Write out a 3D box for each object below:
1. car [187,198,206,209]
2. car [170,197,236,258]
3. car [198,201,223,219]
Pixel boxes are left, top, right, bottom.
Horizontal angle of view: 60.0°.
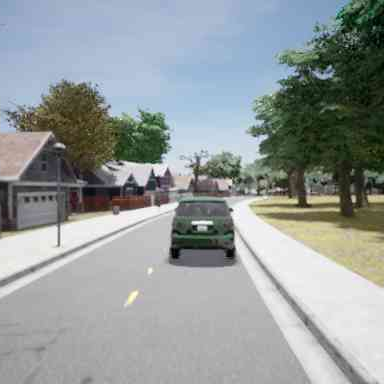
[{"bbox_3d":[0.612,1.505,44.411,1.895,1.301,4.718,0,0,9],"label":"car"},{"bbox_3d":[0.447,1.199,12.829,2.150,2.045,5.566,0,0,3],"label":"car"},{"bbox_3d":[1.669,1.510,29.185,1.994,1.385,4.181,0,0,6],"label":"car"}]
